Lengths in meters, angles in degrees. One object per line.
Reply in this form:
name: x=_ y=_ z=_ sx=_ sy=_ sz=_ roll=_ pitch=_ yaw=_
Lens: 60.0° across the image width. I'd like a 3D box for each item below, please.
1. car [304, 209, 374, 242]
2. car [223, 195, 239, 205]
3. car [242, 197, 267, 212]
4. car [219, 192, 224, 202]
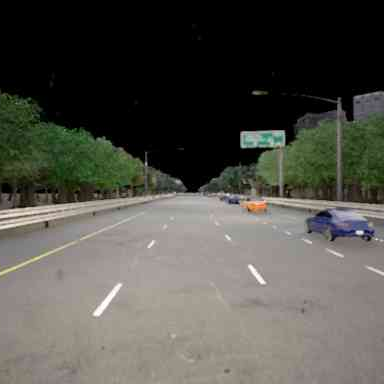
car: x=7.010 y=1.532 z=16.201 sx=1.812 sy=1.442 sz=4.674 roll=0 pitch=0 yaw=0
car: x=7.149 y=1.452 z=59.075 sx=1.882 sy=1.535 sz=5.008 roll=0 pitch=0 yaw=0
car: x=7.069 y=1.333 z=38.014 sx=2.097 sy=1.767 sz=4.553 roll=0 pitch=0 yaw=0
car: x=7.215 y=1.438 z=76.569 sx=1.837 sy=1.490 sz=4.892 roll=0 pitch=0 yaw=0
